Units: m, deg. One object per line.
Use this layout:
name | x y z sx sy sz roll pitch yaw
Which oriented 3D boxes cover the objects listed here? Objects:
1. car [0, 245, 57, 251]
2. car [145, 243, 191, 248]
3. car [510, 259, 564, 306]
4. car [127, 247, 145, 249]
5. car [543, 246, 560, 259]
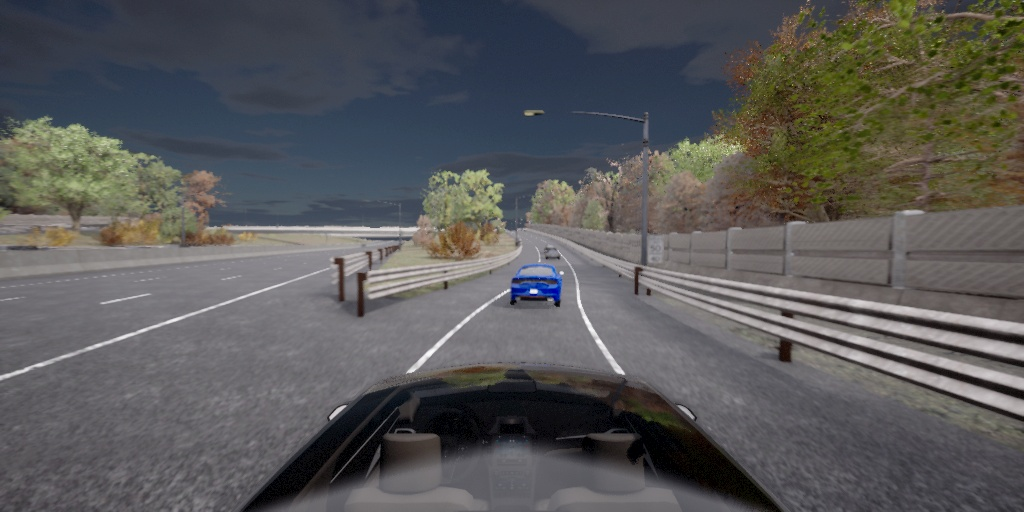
car | -32.376 0.086 22.653 2.097 1.767 4.553 0 2 -16
car | -37.409 -0.508 39.677 2.097 1.767 4.553 0 2 -16
car | 1.126 1.064 15.024 1.882 1.535 5.008 0 1 8
car | -40.843 -0.293 38.991 2.033 1.411 5.357 0 2 -16
car | 5.550 -0.258 49.143 1.994 1.385 4.181 0 4 4
